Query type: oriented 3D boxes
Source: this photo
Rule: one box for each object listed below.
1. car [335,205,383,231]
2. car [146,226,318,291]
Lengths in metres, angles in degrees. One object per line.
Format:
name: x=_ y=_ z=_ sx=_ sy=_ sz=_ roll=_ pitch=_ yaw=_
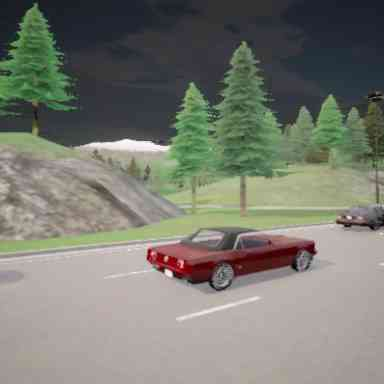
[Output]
car: x=10.828 y=1.471 z=20.012 sx=5.357 sy=1.411 sz=2.033 roll=0 pitch=0 yaw=-35
car: x=1.279 y=1.581 z=8.952 sx=4.718 sy=1.301 sz=1.895 roll=0 pitch=0 yaw=-35
